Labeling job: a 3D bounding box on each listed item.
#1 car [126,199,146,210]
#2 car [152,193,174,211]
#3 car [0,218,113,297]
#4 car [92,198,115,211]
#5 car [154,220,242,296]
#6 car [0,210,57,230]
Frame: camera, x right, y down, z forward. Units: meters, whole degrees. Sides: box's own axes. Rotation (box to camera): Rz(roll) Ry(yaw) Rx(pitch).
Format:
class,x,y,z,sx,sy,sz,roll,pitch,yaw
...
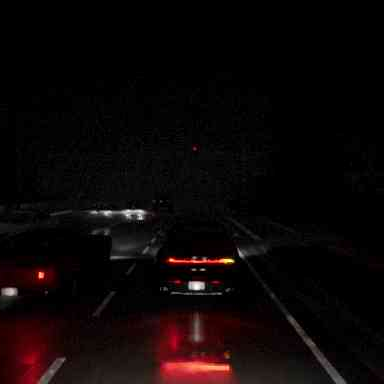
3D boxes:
class,x,y,z,sx,sy,sz,roll,pitch,yaw
car,-7.115,1.523,42.570,1.895,1.301,4.718,0,0,0
car,-3.441,1.149,39.551,2.150,2.045,5.566,0,0,0
car,-3.422,1.585,8.483,1.895,1.301,4.718,0,0,0
car,-10.619,1.452,40.363,1.812,1.442,4.674,0,0,0
car,0.186,1.489,8.598,1.837,1.490,4.892,0,0,2
car,-7.115,1.500,13.994,1.812,1.442,4.674,0,0,0
